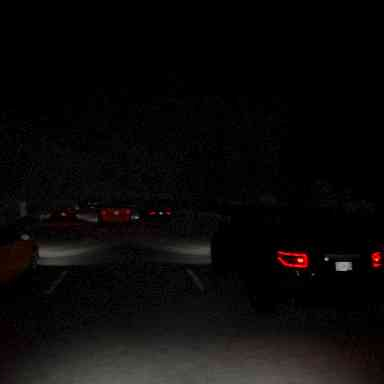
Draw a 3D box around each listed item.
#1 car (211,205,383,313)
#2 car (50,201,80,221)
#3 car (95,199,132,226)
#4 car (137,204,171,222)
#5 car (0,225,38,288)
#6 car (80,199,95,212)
[{"bbox_3d":[2.048,1.332,8.161,2.150,2.045,5.566,1,0,-10],"label":"car"},{"bbox_3d":[-10.228,1.455,26.545,1.882,1.535,5.008,2,0,-20],"label":"car"},{"bbox_3d":[-5.663,1.413,24.092,2.097,1.767,4.553,1,-1,-18],"label":"car"},{"bbox_3d":[-3.254,1.694,28.010,2.033,1.411,5.357,1,0,-20],"label":"car"},{"bbox_3d":[-4.965,1.425,7.474,1.882,1.535,5.008,1,0,-10],"label":"car"},{"bbox_3d":[-12.133,1.526,39.218,2.128,1.511,4.902,2,0,-27],"label":"car"}]
